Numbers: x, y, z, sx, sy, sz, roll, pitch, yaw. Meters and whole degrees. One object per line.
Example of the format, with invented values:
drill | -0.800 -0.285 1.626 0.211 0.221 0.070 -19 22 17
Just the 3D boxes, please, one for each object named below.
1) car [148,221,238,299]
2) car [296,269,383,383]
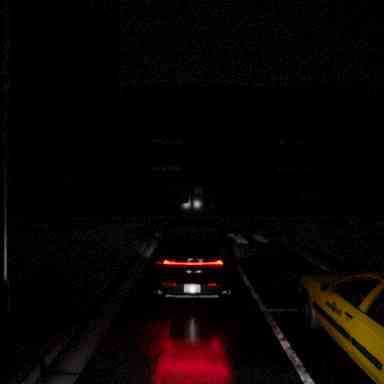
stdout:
car | 0.064 1.487 8.422 1.837 1.490 4.892 0 0 1
car | 2.639 1.517 3.992 1.752 1.417 4.829 0 0 0
